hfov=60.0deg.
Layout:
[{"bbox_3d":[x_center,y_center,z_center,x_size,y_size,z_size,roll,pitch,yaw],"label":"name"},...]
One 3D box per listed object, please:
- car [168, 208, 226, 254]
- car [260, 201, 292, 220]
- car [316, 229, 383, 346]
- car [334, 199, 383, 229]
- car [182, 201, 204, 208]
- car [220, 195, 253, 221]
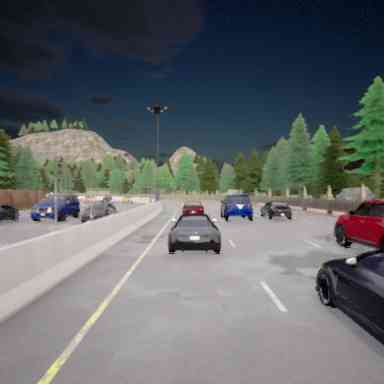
[{"bbox_3d":[0.098,1.575,13.625,1.994,1.385,4.181,0,0,0],"label":"car"},{"bbox_3d":[7.098,1.528,28.463,1.837,1.490,4.892,0,0,0],"label":"car"},{"bbox_3d":[3.584,1.570,5.305,1.994,1.385,4.181,0,0,0],"label":"car"},{"bbox_3d":[7.098,1.233,11.739,2.150,2.045,5.566,0,0,0],"label":"car"},{"bbox_3d":[0.091,1.502,29.968,1.882,1.535,5.008,0,0,0],"label":"car"},{"bbox_3d":[3.599,1.244,27.408,2.150,2.045,5.566,0,0,0],"label":"car"}]
